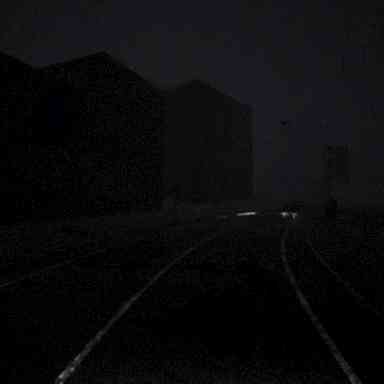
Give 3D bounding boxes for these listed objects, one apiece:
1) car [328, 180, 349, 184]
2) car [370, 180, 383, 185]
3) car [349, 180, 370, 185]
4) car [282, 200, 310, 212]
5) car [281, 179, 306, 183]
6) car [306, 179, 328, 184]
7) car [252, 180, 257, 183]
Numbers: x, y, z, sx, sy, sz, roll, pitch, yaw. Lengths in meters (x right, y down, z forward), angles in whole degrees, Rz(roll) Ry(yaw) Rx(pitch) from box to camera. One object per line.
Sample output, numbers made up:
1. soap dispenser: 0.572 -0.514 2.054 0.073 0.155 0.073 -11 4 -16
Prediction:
1. car: 34.677 -2.133 80.850 4.674 1.452 2.002 1 -5 -9
2. car: 45.561 -2.089 82.886 4.553 1.767 2.185 1 -5 -11
3. car: 40.142 -2.073 81.809 5.008 1.535 2.097 1 -5 -10
4. car: 12.603 1.684 40.209 1.994 1.385 4.181 -4 -3 43
5. car: 23.723 -2.317 79.280 4.892 1.521 2.231 0 -5 -8
6. car: 29.193 -2.258 80.014 4.892 1.521 2.231 1 -5 -8
7. car: 12.876 -2.534 77.850 4.553 1.767 2.185 0 -5 -8
